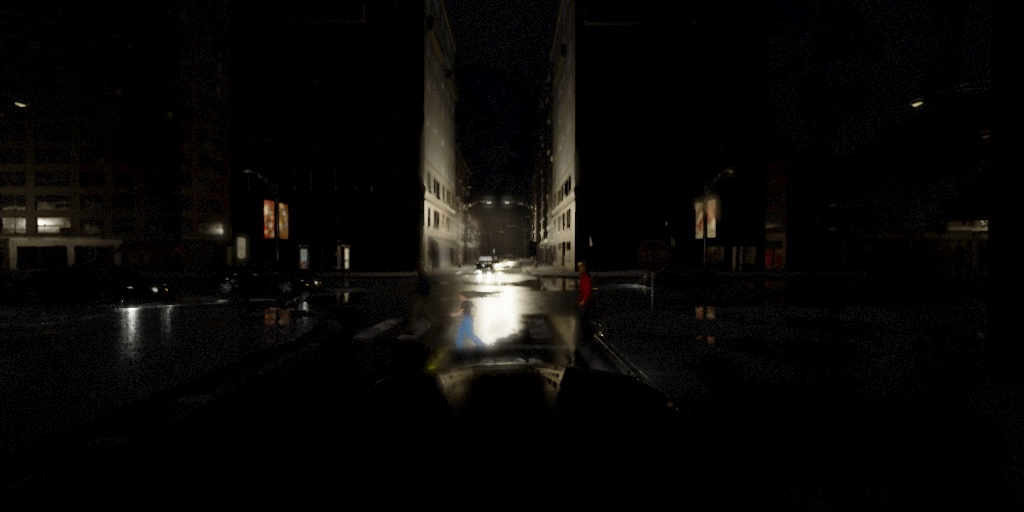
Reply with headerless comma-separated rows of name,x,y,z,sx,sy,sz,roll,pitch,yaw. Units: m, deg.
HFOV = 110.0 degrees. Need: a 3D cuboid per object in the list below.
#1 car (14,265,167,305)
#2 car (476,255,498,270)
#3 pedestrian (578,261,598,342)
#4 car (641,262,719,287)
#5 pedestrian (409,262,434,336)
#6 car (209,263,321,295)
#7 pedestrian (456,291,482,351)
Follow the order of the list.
car,-16.968,1.135,14.595,4.892,1.490,1.837,0,1,0
car,-3.085,0.792,41.640,2.128,1.511,4.902,0,1,0
pedestrian,1.614,0.971,7.948,0.375,1.860,0.375,0,1,0
car,9.914,1.071,21.356,4.181,1.385,1.994,0,1,0
pedestrian,-2.142,0.964,8.539,0.375,1.860,0.375,0,1,0
car,-12.177,1.086,17.856,4.892,1.490,1.837,0,1,0
pedestrian,-0.876,1.258,7.347,0.375,1.300,0.375,0,1,0
